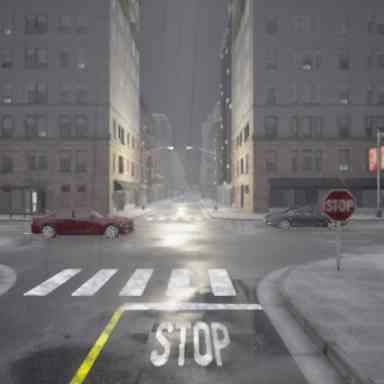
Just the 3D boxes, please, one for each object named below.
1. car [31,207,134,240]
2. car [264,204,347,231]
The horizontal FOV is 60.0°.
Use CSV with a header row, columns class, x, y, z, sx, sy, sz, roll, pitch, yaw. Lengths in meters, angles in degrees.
class,x,y,z,sx,sy,sz,roll,pitch,yaw
car,-5.465,1.526,16.874,5.008,1.535,1.882,0,0,0
car,6.866,1.539,20.313,4.892,1.490,1.837,0,0,0
